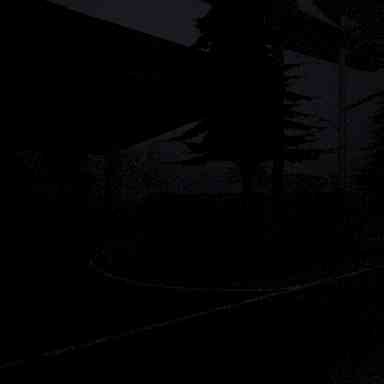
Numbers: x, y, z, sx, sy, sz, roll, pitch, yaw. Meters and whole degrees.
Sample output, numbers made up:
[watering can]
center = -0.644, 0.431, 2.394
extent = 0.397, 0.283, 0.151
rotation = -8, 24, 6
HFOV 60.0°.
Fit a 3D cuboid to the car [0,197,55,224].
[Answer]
[car]
center = -11.900, 1.313, 23.522
extent = 3.866, 1.878, 1.905
rotation = 0, 0, -36
